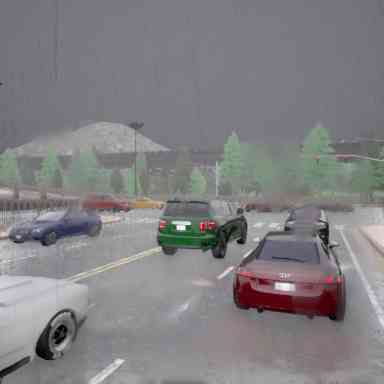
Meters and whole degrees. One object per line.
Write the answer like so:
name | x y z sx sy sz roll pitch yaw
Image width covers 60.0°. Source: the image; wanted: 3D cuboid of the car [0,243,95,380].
car | -3.143 1.601 3.374 1.895 1.301 4.718 0 0 21

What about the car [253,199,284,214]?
car | 7.987 1.477 33.721 5.008 1.535 1.882 0 0 20

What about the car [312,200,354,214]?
car | 14.541 1.525 35.109 4.674 1.442 1.812 0 0 20

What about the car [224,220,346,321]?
car | 2.271 1.564 7.472 1.994 1.385 4.181 0 0 21

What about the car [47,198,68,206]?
car | -19.453 1.501 47.249 4.181 1.385 1.994 1 0 20

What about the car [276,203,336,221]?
car | 5.504 1.492 15.774 2.128 1.511 4.902 0 0 22

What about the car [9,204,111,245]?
car | -6.075 1.526 15.466 1.812 1.442 4.674 0 0 22

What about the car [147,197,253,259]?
car | 0.634 1.221 12.996 2.150 2.045 5.566 0 0 21

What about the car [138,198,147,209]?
car | -5.780 1.476 42.356 5.008 1.535 1.882 0 0 20

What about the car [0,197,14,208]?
car | -25.290 1.371 41.901 5.357 1.411 2.033 2 1 20

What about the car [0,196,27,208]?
car | -25.028 1.352 45.531 4.181 1.385 1.994 2 1 20

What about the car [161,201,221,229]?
car | 0.105 1.346 21.500 2.033 1.411 5.357 0 0 21

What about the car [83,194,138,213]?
car | -9.137 1.221 36.122 5.566 2.045 2.150 0 0 20
